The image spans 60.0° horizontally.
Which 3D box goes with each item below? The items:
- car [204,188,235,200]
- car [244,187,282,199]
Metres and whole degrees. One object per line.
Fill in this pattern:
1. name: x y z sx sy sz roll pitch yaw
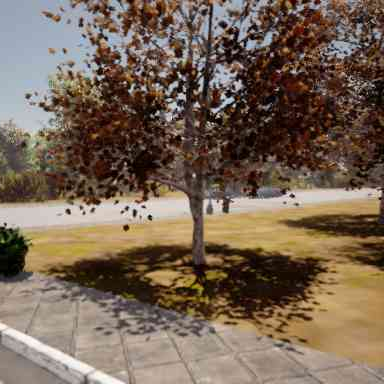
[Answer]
1. car: 3.406 0.191 43.336 4.674 1.442 1.812 -3 3 -31
2. car: 9.348 0.064 42.757 5.357 1.411 2.033 -3 3 -29
